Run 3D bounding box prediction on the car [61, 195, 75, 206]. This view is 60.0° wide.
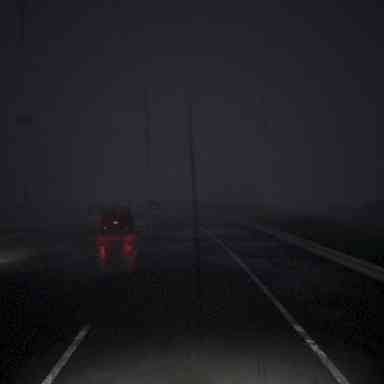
[{"bbox_3d":[-23.510,1.609,63.215,2.150,2.045,5.566,0,0,-26],"label":"car"}]

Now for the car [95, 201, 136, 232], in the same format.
[{"bbox_3d":[-4.568,1.555,20.811,1.882,1.535,5.008,0,0,-8],"label":"car"}]

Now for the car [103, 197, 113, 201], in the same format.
[{"bbox_3d":[-16.390,1.779,64.188,1.837,1.490,4.892,0,-1,-25],"label":"car"}]

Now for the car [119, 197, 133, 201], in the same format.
[{"bbox_3d":[-12.833,1.697,64.647,1.882,1.535,5.008,0,0,-24],"label":"car"}]

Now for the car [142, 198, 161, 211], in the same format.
[{"bbox_3d":[-5.154,1.595,42.088,1.837,1.490,4.892,0,-1,-16],"label":"car"}]

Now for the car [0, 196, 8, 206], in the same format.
[{"bbox_3d":[-31.049,1.730,53.433,2.150,2.045,5.566,-1,0,-21],"label":"car"}]

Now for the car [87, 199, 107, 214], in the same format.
[{"bbox_3d":[-11.227,1.789,39.013,1.895,1.301,4.718,-1,0,-15],"label":"car"}]
